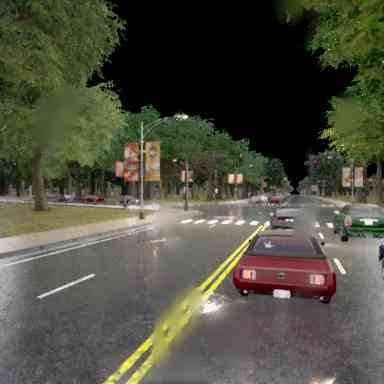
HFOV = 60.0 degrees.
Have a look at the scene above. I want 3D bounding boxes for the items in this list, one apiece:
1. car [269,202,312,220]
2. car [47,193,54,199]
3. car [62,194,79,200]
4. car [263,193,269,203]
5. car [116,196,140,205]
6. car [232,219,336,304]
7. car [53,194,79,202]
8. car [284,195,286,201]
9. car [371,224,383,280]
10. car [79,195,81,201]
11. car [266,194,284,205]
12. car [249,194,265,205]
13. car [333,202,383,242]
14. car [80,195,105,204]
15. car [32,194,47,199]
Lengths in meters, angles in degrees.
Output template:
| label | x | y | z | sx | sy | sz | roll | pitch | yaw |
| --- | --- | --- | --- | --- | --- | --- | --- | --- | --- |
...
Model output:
| label | x | y | z | sx | sy | sz | roll | pitch | yaw |
| --- | --- | --- | --- | --- | --- | --- | --- | --- | --- |
| car | 5.053 | 1.498 | 17.126 | 1.837 | 1.490 | 4.892 | 0 | 0 | 17 |
| car | -36.448 | 1.050 | 85.488 | 5.357 | 1.411 | 2.033 | 0 | 0 | 40 |
| car | -28.841 | 1.259 | 78.996 | 4.181 | 1.385 | 1.994 | 0 | 0 | 40 |
| car | 15.142 | 1.505 | 71.075 | 1.812 | 1.442 | 4.674 | 0 | 0 | 17 |
| car | -10.597 | 1.344 | 54.802 | 4.902 | 1.511 | 2.128 | 0 | 0 | 41 |
| car | 2.321 | 1.597 | 8.279 | 1.895 | 1.301 | 4.718 | 0 | 0 | 17 |
| car | -25.697 | 1.281 | 67.767 | 4.674 | 1.442 | 1.812 | 0 | 0 | 40 |
| car | 18.126 | 1.520 | 69.729 | 2.033 | 1.411 | 5.357 | 0 | 0 | 17 |
| car | 5.189 | 1.597 | 6.565 | 1.895 | 1.301 | 4.718 | 0 | 0 | 17 |
| car | -22.463 | 1.286 | 69.283 | 4.674 | 1.442 | 1.812 | 0 | 0 | 40 |
| car | 15.019 | 1.583 | 60.025 | 1.895 | 1.301 | 4.718 | 0 | 0 | 18 |
| car | 11.598 | 1.508 | 60.525 | 1.812 | 1.442 | 4.674 | 0 | 0 | 21 |
| car | 8.182 | 1.345 | 16.236 | 2.097 | 1.767 | 4.553 | 0 | 0 | 17 |
| car | -17.991 | 1.405 | 61.125 | 4.718 | 1.301 | 1.895 | 0 | 0 | 41 |
| car | -38.875 | 1.232 | 83.287 | 4.181 | 1.385 | 1.994 | 0 | 0 | 40 |
